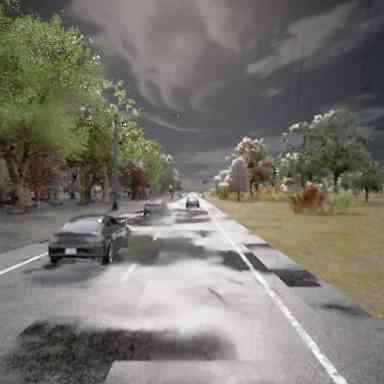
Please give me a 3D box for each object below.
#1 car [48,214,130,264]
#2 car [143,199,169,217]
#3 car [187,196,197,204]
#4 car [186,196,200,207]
[{"bbox_3d":[-3.400,1.494,11.638,1.812,1.442,4.674,0,0,0],"label":"car"},{"bbox_3d":[-3.269,1.410,30.597,2.128,1.511,4.902,0,0,1],"label":"car"},{"bbox_3d":[0.009,1.445,60.328,1.895,1.301,4.718,0,0,0],"label":"car"},{"bbox_3d":[0.105,1.440,47.485,1.994,1.385,4.181,0,0,0],"label":"car"}]
